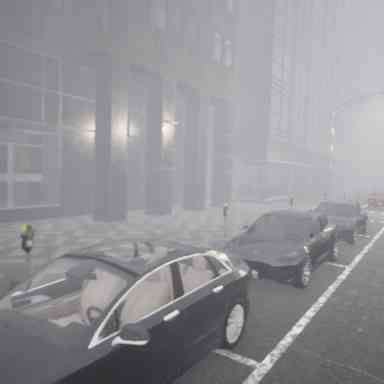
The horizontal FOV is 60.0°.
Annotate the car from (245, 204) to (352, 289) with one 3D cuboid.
[{"bbox_3d":[2.401,1.155,8.213,1.947,1.339,4.313,4,4,35],"label":"car"}]

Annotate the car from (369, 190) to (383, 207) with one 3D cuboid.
[{"bbox_3d":[15.243,0.553,26.567,1.887,1.381,4.507,4,4,35],"label":"car"}]

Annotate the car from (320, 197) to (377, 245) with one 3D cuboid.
[{"bbox_3d":[5.611,1.009,12.802,1.947,1.339,4.313,4,4,35],"label":"car"}]

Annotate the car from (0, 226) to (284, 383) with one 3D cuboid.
[{"bbox_3d":[-0.808,1.287,3.624,2.008,1.369,4.403,4,4,35],"label":"car"}]
